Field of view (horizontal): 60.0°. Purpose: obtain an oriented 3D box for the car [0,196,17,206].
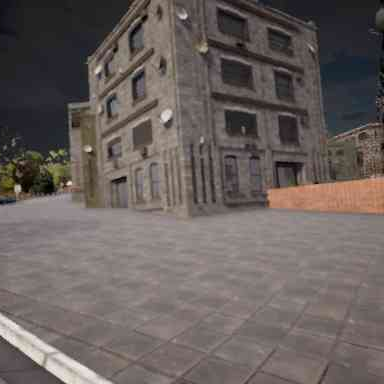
[{"bbox_3d":[-28.808,1.364,50.845,1.895,1.301,4.718,-4,3,-3],"label":"car"}]
